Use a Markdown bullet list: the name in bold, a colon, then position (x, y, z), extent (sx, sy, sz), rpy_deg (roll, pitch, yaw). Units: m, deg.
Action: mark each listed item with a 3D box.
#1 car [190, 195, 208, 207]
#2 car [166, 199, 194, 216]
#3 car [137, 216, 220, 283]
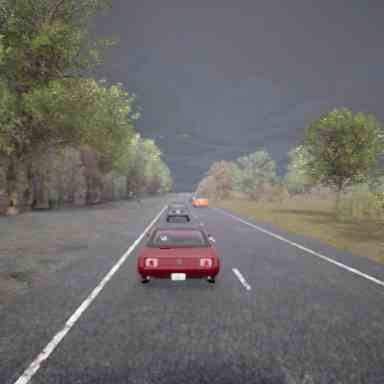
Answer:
- **car**: position (1.297, 1.441, 52.554), extent (2.097, 1.767, 4.553), rpy_deg (1, 0, -2)
- **car**: position (-1.157, 1.574, 27.758), extent (2.033, 1.411, 5.357), rpy_deg (1, 0, -2)
- **car**: position (-0.385, 1.610, 9.654), extent (1.895, 1.301, 4.718), rpy_deg (1, 0, -2)
